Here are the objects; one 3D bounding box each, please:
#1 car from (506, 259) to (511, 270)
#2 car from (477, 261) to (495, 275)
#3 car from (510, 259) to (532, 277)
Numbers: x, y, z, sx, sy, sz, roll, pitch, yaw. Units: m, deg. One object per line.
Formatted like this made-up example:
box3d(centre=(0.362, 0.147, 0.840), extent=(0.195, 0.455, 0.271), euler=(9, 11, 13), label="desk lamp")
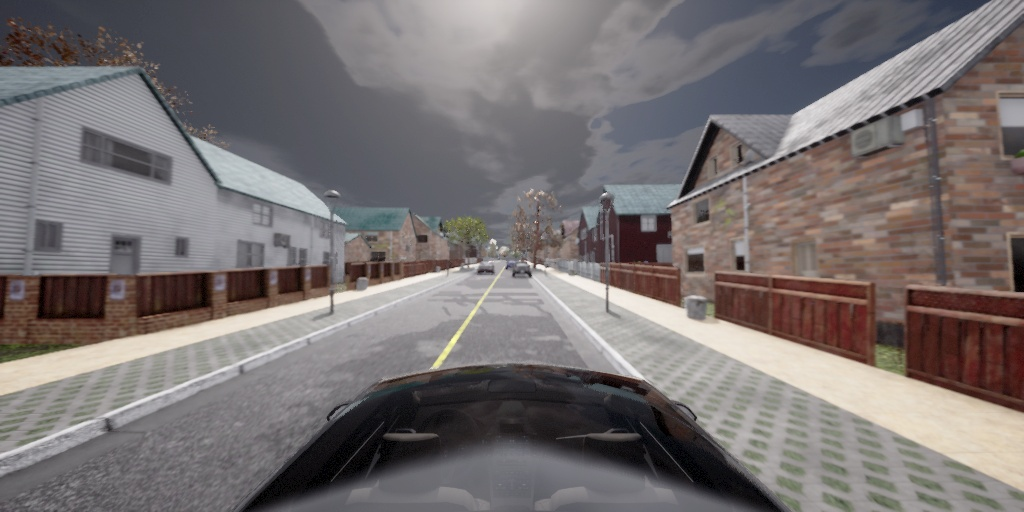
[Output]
box3d(centre=(0.007, 1.299, 54.171), extent=(1.812, 1.442, 4.674), euler=(0, 0, 0), label="car")
box3d(centre=(-2.839, 1.312, 40.180), extent=(2.033, 1.411, 5.357), euler=(0, 0, 0), label="car")
box3d(centre=(0.966, 1.289, 35.336), extent=(1.812, 1.442, 4.674), euler=(0, 0, 0), label="car")
